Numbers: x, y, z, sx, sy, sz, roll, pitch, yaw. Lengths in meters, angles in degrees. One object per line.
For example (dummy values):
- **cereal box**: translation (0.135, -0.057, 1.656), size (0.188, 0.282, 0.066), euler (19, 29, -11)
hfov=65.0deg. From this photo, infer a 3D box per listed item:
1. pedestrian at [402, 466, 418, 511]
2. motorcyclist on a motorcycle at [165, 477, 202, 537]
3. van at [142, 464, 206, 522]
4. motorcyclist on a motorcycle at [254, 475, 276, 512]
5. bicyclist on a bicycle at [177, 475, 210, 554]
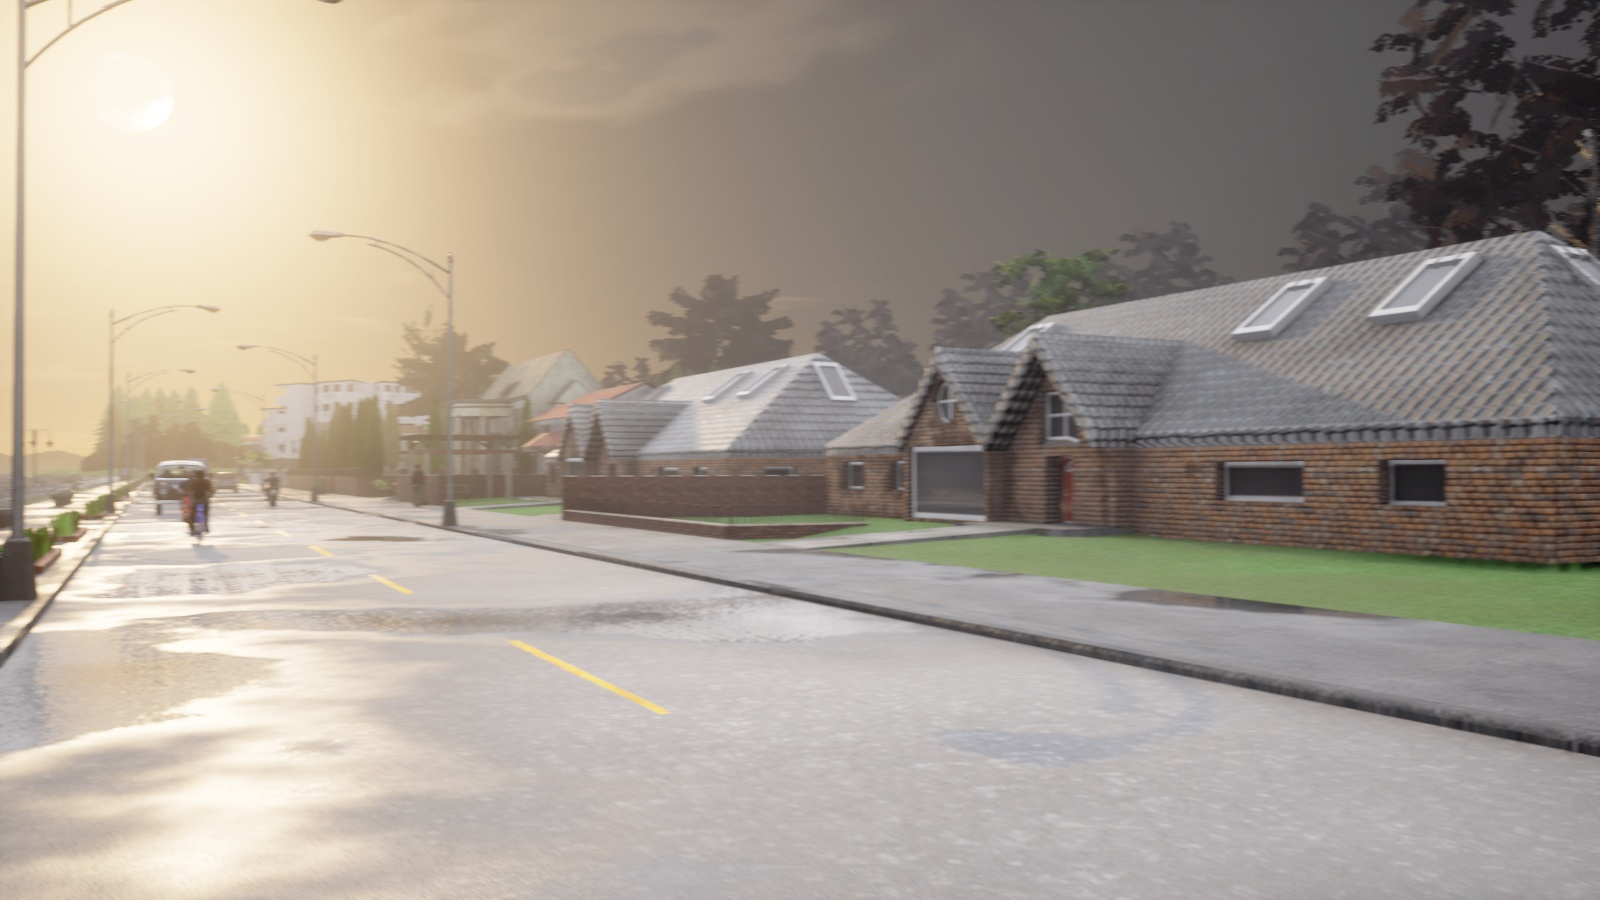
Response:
- **pedestrian**: translation (-16.097, 1.577, 51.859), size (0.431, 1.840, 0.703), euler (0, -1, -35)
- **motorcyclist on a motorcycle**: translation (-16.870, 1.528, 34.347), size (0.866, 1.590, 1.817), euler (0, -1, -27)
- **van**: translation (-23.563, 1.586, 47.209), size (2.069, 2.038, 4.480), euler (0, -1, -27)
- **motorcyclist on a motorcycle**: translation (-24.895, 2.019, 58.434), size (0.766, 1.649, 2.350), euler (0, -1, -27)
- **bicyclist on a bicycle**: translation (-13.093, 1.365, 27.088), size (0.582, 1.620, 1.656), euler (0, -1, -27)
